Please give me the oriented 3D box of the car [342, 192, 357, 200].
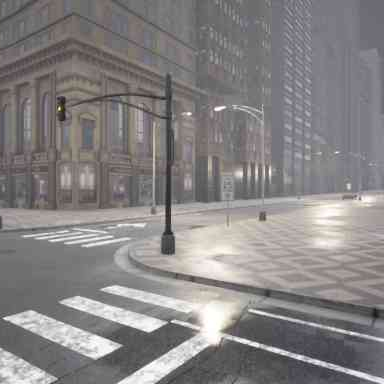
[{"bbox_3d":[28.238,0.712,59.508,1.895,1.301,4.718,0,1,35],"label":"car"}]
